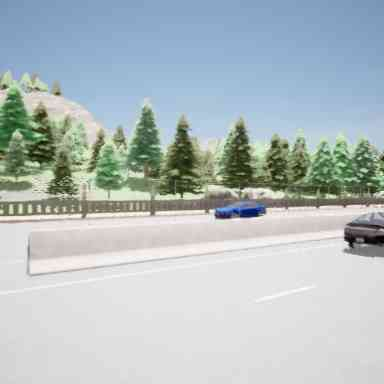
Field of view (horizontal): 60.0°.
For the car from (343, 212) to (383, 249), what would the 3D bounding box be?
[{"bbox_3d":[8.194,1.566,13.625,4.902,1.511,2.128,0,0,-34],"label":"car"}]
